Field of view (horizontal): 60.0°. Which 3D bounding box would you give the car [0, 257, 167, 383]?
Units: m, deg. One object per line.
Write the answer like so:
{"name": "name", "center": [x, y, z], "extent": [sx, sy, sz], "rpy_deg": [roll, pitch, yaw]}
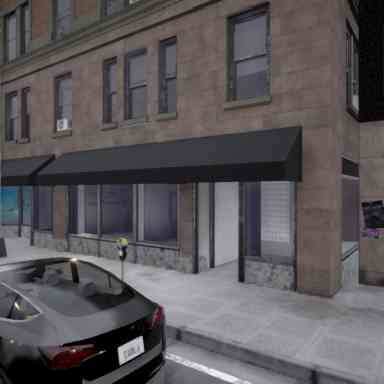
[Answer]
{"name": "car", "center": [-2.280, 1.566, 4.428], "extent": [4.313, 1.339, 1.947], "rpy_deg": [0, 0, 35]}
